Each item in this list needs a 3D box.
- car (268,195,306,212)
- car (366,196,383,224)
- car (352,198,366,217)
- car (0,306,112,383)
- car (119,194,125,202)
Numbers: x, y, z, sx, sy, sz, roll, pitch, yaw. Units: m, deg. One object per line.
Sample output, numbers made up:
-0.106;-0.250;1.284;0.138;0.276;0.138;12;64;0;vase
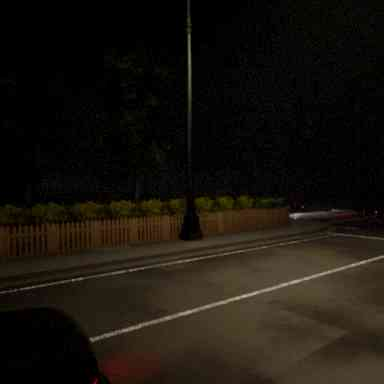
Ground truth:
8.076;1.012;30.297;1.812;1.442;4.674;-2;1;-36;car
12.040;1.119;17.293;2.128;1.511;4.902;0;1;-21;car
13.600;1.031;23.056;1.812;1.442;4.674;-1;2;-39;car
-3.148;1.581;1.729;5.357;1.411;2.033;-2;1;-36;car
-8.694;1.052;47.167;2.128;1.511;4.902;-2;1;-36;car
